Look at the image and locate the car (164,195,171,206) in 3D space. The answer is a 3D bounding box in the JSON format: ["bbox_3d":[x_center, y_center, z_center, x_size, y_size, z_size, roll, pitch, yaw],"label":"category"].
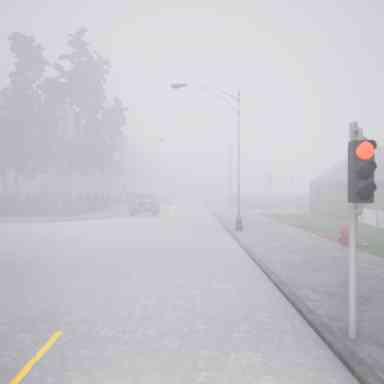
[{"bbox_3d":[-4.168,1.222,49.677,1.837,1.490,4.892,0,0,0],"label":"car"}]

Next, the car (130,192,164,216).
[{"bbox_3d":[-4.154,1.050,30.159,2.150,2.045,5.566,0,0,0],"label":"car"}]
